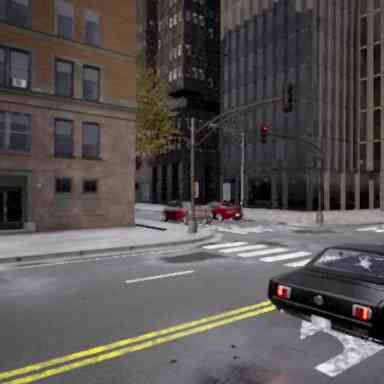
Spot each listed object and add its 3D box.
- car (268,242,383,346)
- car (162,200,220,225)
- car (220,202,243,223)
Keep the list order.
[{"bbox_3d":[3.602,1.640,6.304,4.718,1.301,1.895,0,0,-40],"label":"car"},{"bbox_3d":[-0.383,1.424,24.656,2.097,1.767,4.553,0,0,-34],"label":"car"},{"bbox_3d":[1.981,1.566,27.054,1.882,1.535,5.008,1,0,-36],"label":"car"}]
